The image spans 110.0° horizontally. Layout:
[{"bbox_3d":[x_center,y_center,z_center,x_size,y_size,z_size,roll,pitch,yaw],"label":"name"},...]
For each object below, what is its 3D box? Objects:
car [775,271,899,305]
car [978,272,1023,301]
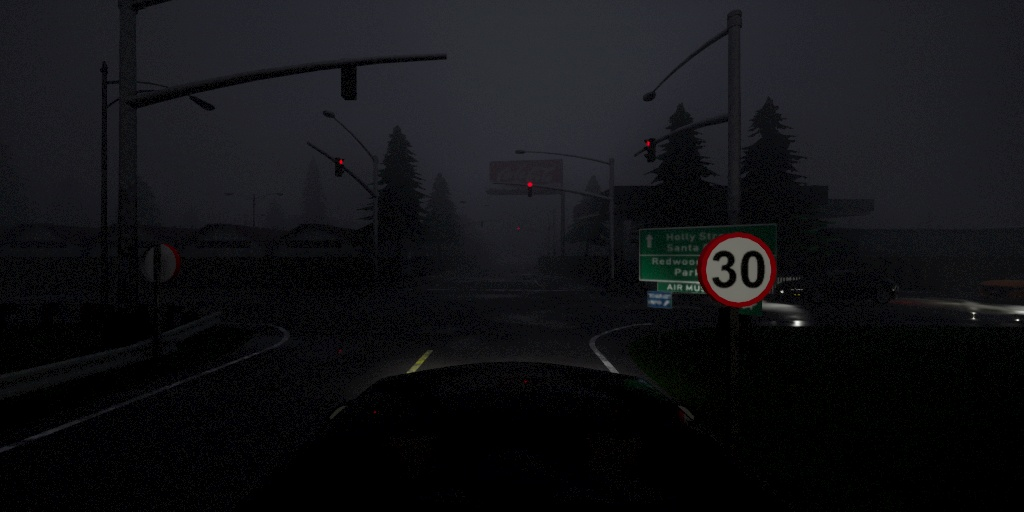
[{"bbox_3d":[15.195,1.446,16.931,4.892,1.490,1.837,0,0,1],"label":"car"},{"bbox_3d":[25.131,1.419,16.803,5.008,1.535,1.882,0,0,1],"label":"car"}]
